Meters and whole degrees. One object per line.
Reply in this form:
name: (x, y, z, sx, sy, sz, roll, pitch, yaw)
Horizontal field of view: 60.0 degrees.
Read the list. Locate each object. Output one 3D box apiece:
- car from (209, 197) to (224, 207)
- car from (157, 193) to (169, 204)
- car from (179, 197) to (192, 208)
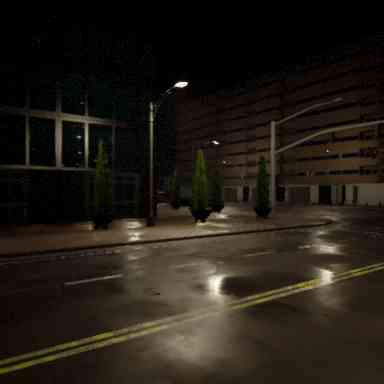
car: (2.544, 1.487, 50.295, 2.033, 1.411, 5.357, 0, 0, -35)
car: (-6.900, 1.469, 63.817, 1.812, 1.442, 4.674, 0, 0, -35)
car: (-0.454, 1.467, 48.473, 1.812, 1.442, 4.674, 0, 0, -35)
